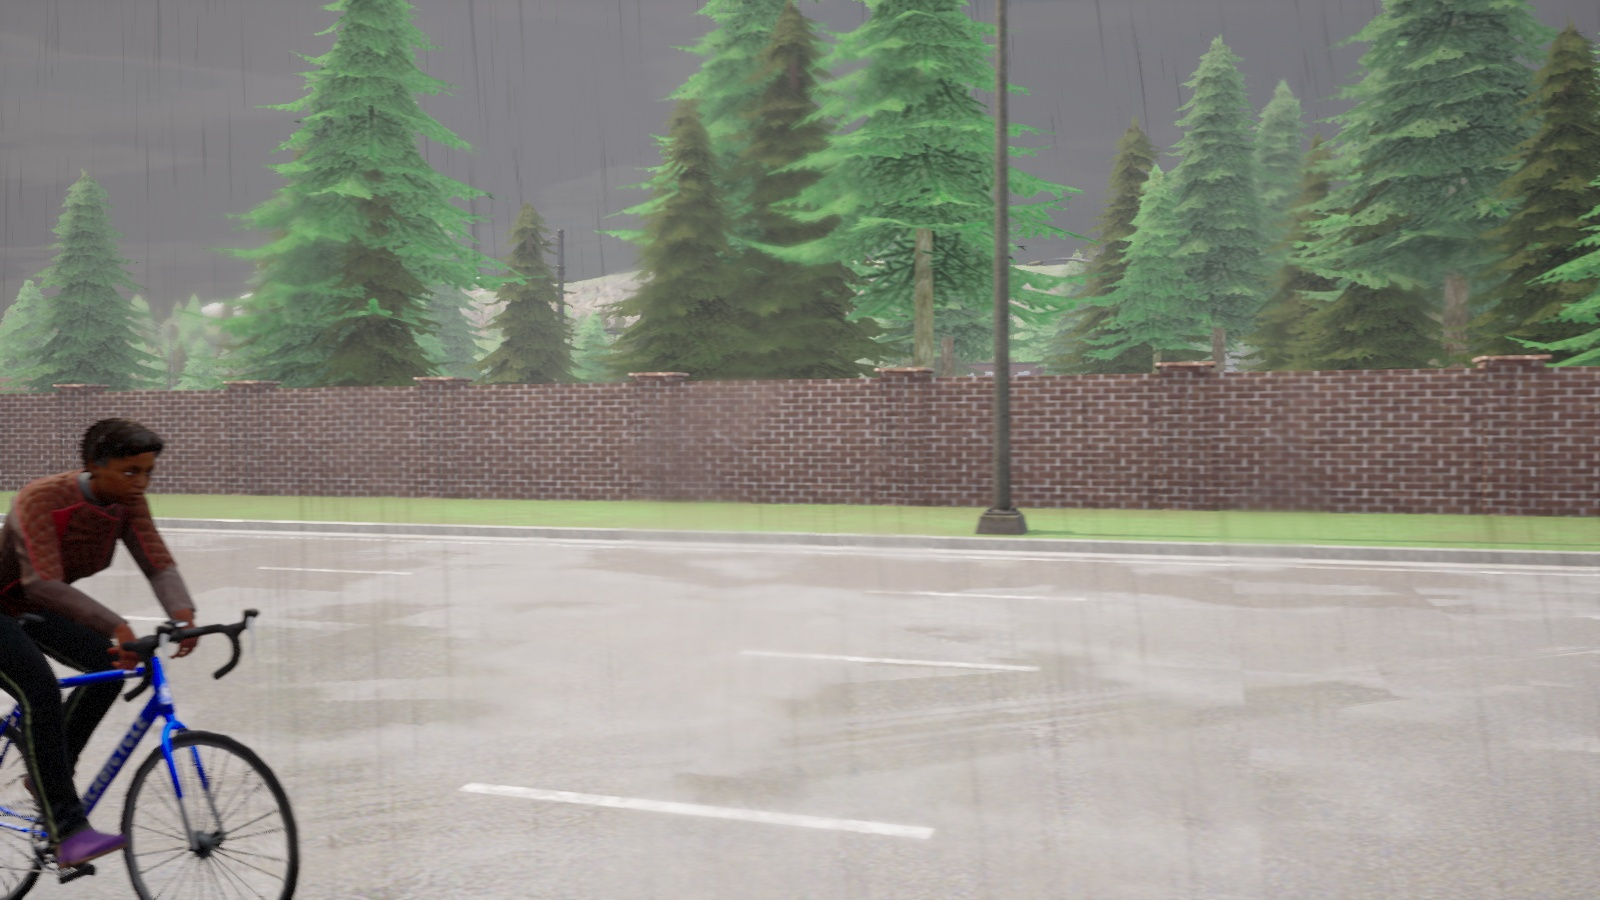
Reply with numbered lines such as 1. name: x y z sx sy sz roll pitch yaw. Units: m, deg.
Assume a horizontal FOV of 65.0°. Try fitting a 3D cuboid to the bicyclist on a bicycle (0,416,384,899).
1. bicyclist on a bicycle: -2.184 0.708 3.928 1.656 1.620 0.582 1 1 19
